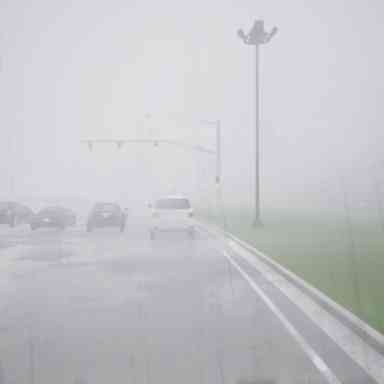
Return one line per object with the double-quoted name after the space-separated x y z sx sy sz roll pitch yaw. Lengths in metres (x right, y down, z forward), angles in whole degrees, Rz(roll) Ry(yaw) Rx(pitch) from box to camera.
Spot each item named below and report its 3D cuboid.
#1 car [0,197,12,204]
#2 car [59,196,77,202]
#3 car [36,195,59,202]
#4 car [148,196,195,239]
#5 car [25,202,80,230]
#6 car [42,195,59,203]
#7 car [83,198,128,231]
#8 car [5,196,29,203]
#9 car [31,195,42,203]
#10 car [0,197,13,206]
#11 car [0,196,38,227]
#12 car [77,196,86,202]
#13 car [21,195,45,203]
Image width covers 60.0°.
-37.480 1.587 64.499 4.718 1.301 1.895 0 0 24 "car"
-25.154 1.525 64.651 4.892 1.490 1.837 0 0 38 "car"
-32.016 1.432 73.492 5.008 1.535 1.882 0 0 27 "car"
-1.137 1.218 17.666 2.150 2.045 5.566 0 0 -7 "car"
-8.726 1.573 21.254 1.994 1.385 4.181 0 0 -8 "car"
-27.272 1.591 61.871 4.181 1.385 1.994 0 0 38 "car"
-5.106 1.355 20.636 2.097 1.767 4.553 0 0 -8 "car"
-35.420 1.573 67.375 4.718 1.301 1.895 0 0 27 "car"
-28.939 1.538 58.711 4.892 1.490 1.837 0 0 41 "car"
-33.576 1.589 57.954 5.357 1.411 2.033 0 0 34 "car"
-12.494 1.367 22.654 2.097 1.767 4.553 0 0 -9 "car"
-23.207 1.561 67.586 5.357 1.411 2.033 0 0 38 "car"
-33.705 1.443 70.427 5.008 1.535 1.882 0 0 27 "car"
